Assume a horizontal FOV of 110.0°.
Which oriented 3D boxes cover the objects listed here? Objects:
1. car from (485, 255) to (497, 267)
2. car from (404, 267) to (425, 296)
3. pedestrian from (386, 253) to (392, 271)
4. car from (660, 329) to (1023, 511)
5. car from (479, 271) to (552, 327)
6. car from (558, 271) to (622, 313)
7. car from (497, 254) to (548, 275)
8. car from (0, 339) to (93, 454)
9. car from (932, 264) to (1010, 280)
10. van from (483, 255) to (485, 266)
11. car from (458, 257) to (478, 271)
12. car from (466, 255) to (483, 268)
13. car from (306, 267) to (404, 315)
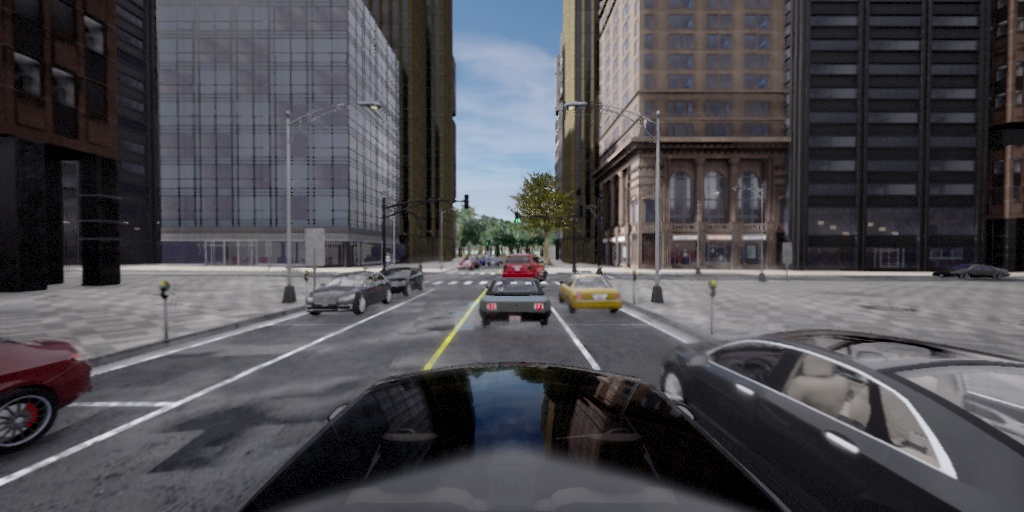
[{"bbox_3d":[-3.047,0.979,59.807,2.128,1.511,4.902,0,0,1],"label":"car"},{"bbox_3d":[-5.763,1.255,18.608,1.948,1.339,4.313,0,0,0],"label":"car"},{"bbox_3d":[-12.523,0.614,36.403,0.375,1.860,0.375,0,0,0],"label":"pedestrian"},{"bbox_3d":[2.762,1.297,2.998,2.007,1.370,4.403,0,0,0],"label":"car"},{"bbox_3d":[0.091,1.318,11.391,1.895,1.301,4.718,0,0,0],"label":"car"},{"bbox_3d":[2.762,1.236,13.574,1.751,1.417,4.829,0,0,0],"label":"car"},{"bbox_3d":[0.938,0.886,24.724,2.150,2.045,5.566,-1,0,13],"label":"car"},{"bbox_3d":[-5.764,1.330,2.473,1.802,1.307,4.207,0,0,0],"label":"car"},{"bbox_3d":[42.772,1.436,33.439,5.357,1.411,2.033,0,1,0],"label":"car"},{"bbox_3d":[-5.763,0.845,56.940,1.690,1.789,3.998,0,0,0],"label":"van"},{"bbox_3d":[-5.763,1.149,45.580,1.802,1.307,4.207,0,0,0],"label":"car"},{"bbox_3d":[-5.763,0.851,51.260,2.192,1.841,5.009,0,0,0],"label":"car"},{"bbox_3d":[-5.763,1.261,13.229,2.007,1.370,4.403,0,0,0],"label":"car"}]
